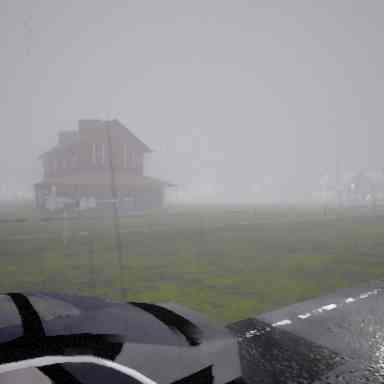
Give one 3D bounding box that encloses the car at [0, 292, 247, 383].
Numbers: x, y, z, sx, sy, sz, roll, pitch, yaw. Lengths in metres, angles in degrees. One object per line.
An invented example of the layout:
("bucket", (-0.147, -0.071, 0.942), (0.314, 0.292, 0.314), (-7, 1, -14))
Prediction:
("car", (-1.826, 1.490, 1.744), (4.902, 1.511, 2.128), (0, 0, -35))
